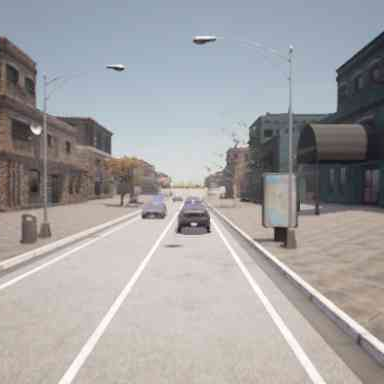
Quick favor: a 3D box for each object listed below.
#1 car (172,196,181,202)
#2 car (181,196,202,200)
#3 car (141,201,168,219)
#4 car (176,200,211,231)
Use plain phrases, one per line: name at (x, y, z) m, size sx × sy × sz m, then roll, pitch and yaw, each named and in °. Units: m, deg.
car at (-2.972, 1.419, 69.506) m, size 1.994 × 1.385 × 4.181 m, roll 0°, pitch -1°, yaw 0°
car at (0.116, 1.218, 39.219) m, size 2.097 × 1.767 × 4.553 m, roll 0°, pitch 0°, yaw 0°
car at (-3.087, 1.464, 28.304) m, size 2.033 × 1.411 × 5.357 m, roll 0°, pitch 0°, yaw 0°
car at (0.108, 1.460, 20.070) m, size 1.837 × 1.490 × 4.892 m, roll 0°, pitch 0°, yaw 0°
